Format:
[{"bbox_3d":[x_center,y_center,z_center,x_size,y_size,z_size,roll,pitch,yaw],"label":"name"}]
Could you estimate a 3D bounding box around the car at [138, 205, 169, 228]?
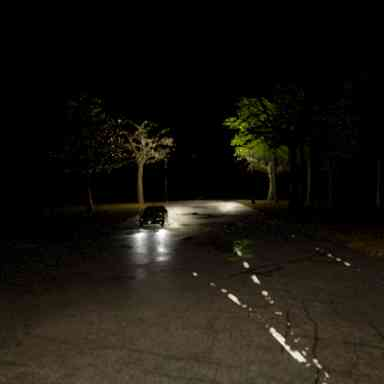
[{"bbox_3d":[-2.840,1.803,25.276,1.837,1.490,4.892,-1,1,2],"label":"car"}]
